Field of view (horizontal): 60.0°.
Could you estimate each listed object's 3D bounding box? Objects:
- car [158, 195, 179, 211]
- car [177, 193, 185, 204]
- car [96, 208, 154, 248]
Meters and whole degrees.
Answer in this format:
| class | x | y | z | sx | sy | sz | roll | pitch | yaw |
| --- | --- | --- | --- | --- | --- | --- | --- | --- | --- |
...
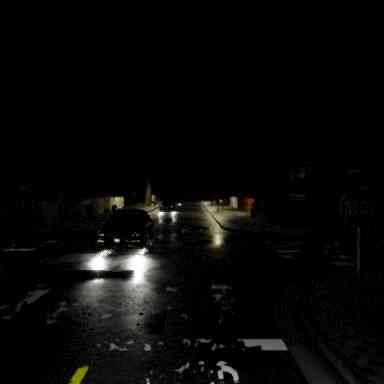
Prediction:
| class | x | y | z | sx | sy | sz | roll | pitch | yaw |
| --- | --- | --- | --- | --- | --- | --- | --- | --- | --- |
| car | -2.814 | 1.512 | 39.084 | 1.837 | 1.490 | 4.892 | 0 | 0 | 0 |
| car | -2.854 | 1.452 | 64.031 | 2.033 | 1.411 | 5.357 | 0 | 0 | 0 |
| car | -2.772 | 1.529 | 14.680 | 1.837 | 1.490 | 4.892 | 0 | 0 | 0 |
